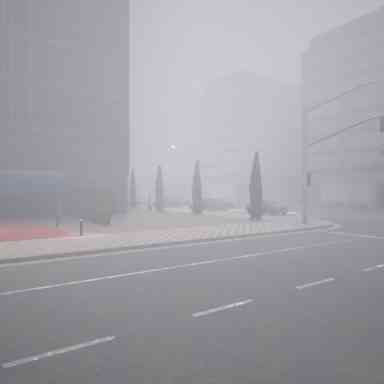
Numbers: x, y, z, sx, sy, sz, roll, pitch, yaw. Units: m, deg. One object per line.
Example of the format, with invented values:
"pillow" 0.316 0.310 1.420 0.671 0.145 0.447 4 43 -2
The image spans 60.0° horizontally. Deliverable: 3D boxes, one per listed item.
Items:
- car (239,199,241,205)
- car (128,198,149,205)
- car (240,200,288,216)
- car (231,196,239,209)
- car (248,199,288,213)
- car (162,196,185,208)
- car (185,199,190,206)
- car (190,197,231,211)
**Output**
"car" 5.935 1.477 54.389 1.882 1.535 5.008 0 0 -35
"car" -9.203 1.601 57.470 1.895 1.301 4.718 0 0 -34
"car" 7.457 1.526 33.507 1.812 1.442 4.674 0 0 -37
"car" 3.798 1.564 44.873 1.994 1.385 4.181 0 0 -35
"car" 8.604 1.564 37.981 1.994 1.385 4.181 0 0 -35
"car" -3.518 1.352 49.254 2.097 1.767 4.553 0 0 -35
"car" -1.899 1.564 53.054 1.994 1.385 4.181 0 0 -35
"car" 2.210 1.505 41.029 1.837 1.490 4.892 0 0 -35
